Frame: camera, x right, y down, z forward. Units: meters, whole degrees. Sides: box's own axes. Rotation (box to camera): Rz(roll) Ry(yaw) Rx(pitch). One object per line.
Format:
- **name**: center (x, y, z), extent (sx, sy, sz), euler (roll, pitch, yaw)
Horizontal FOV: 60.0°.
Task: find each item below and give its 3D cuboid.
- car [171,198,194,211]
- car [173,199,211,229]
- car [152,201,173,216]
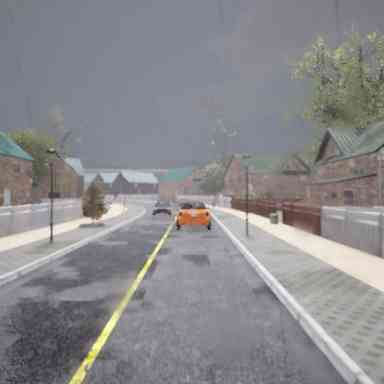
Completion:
- **car**: center (-1.262, 1.570, 41.887), extent (2.033, 1.411, 5.357), euler (0, 0, -10)
- **car**: center (0.105, 1.368, 21.685), extent (2.097, 1.767, 4.553), euler (0, 0, 0)
- **car**: center (-2.903, 1.573, 32.966), extent (2.033, 1.411, 5.357), euler (0, 0, -4)
